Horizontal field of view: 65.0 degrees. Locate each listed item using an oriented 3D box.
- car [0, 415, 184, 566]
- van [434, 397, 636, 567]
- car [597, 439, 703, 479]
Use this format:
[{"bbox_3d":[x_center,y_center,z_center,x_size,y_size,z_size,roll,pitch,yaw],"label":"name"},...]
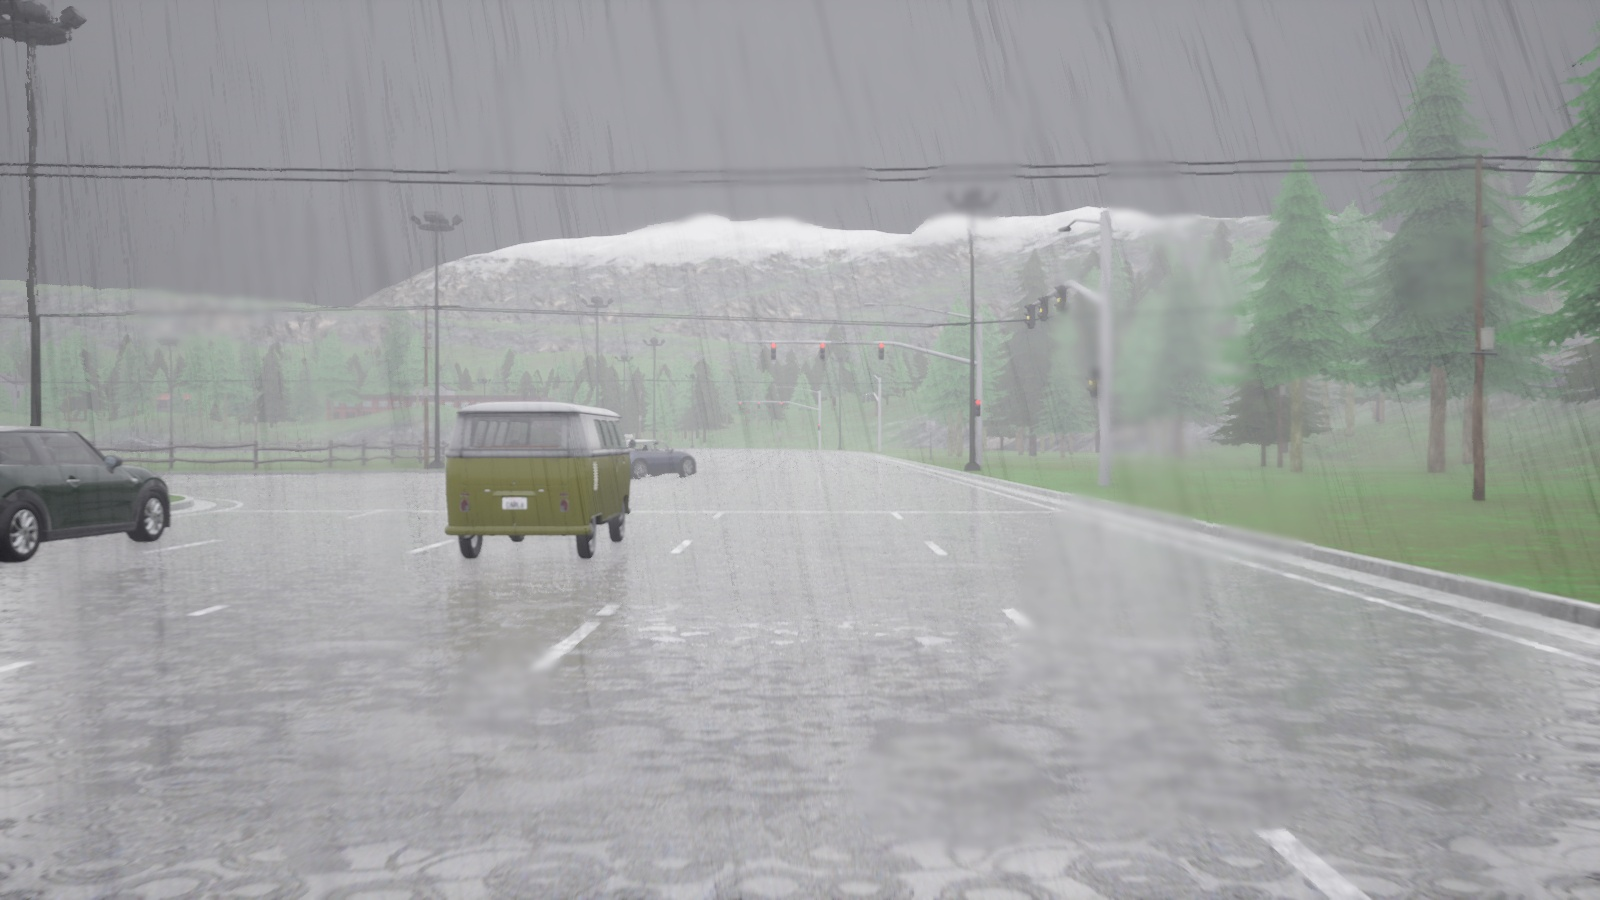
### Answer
[{"bbox_3d":[-10.399,0.457,16.758,2.097,1.767,4.553,0,0,0],"label":"car"},{"bbox_3d":[-3.396,0.355,16.962,1.775,1.987,4.442,0,0,0],"label":"van"},{"bbox_3d":[-5.756,0.305,48.429,1.970,1.475,3.806,0,1,38],"label":"car"}]
